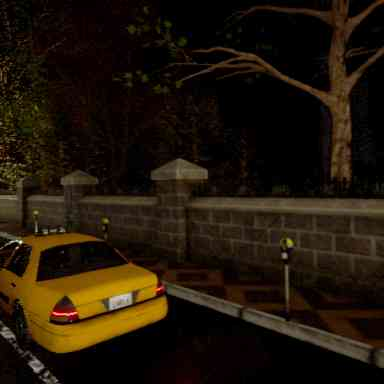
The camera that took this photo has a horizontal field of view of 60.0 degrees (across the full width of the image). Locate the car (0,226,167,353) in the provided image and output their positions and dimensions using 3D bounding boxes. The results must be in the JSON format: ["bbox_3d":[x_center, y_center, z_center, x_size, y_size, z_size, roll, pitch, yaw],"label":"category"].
[{"bbox_3d":[-2.681,1.413,6.207,1.801,1.575,5.366,-2,1,-43],"label":"car"}]
